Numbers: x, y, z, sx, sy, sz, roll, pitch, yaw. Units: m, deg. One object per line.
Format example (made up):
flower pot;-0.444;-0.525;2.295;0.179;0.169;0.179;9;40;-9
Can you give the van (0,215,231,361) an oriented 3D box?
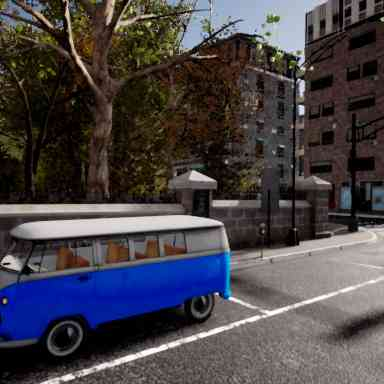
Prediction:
van;-1.186;1.341;5.655;3.998;1.788;1.690;0;1;-36
